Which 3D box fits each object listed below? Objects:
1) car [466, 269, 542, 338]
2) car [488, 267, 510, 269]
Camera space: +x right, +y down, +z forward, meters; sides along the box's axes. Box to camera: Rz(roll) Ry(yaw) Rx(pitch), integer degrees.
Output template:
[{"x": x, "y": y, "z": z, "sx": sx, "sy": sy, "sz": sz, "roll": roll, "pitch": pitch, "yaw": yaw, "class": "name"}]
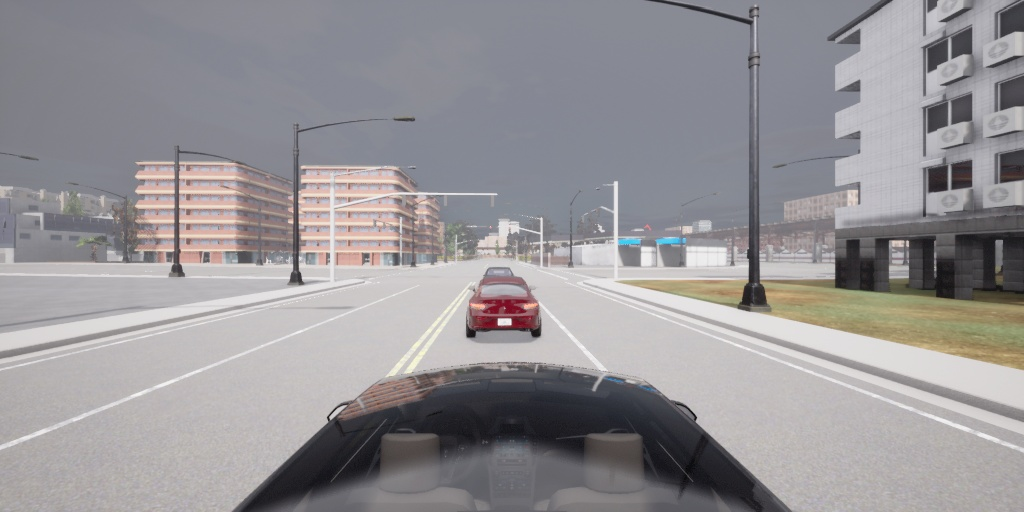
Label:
[{"x": -0.265, "y": 1.276, "z": 10.132, "sx": 1.812, "sy": 1.442, "sz": 4.674, "roll": 0, "pitch": 0, "yaw": -3, "class": "car"}, {"x": -0.720, "y": 1.297, "z": 19.706, "sx": 2.033, "sy": 1.411, "sz": 5.357, "roll": 0, "pitch": 0, "yaw": -3, "class": "car"}]
